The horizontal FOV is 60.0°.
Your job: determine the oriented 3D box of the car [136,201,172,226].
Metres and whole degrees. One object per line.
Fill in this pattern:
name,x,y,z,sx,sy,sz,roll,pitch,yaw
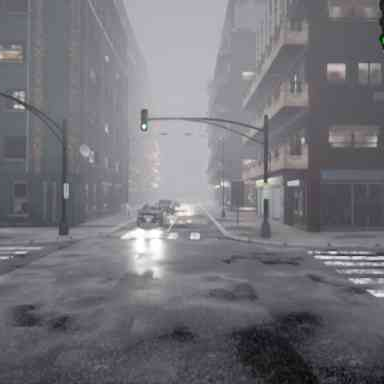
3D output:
car,-2.948,1.650,24.890,2.128,1.511,4.902,0,0,0

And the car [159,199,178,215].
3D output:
car,-2.997,1.599,37.393,2.097,1.767,4.553,0,0,0

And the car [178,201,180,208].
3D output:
car,-3.028,1.949,55.403,1.994,1.385,4.181,0,-1,0
